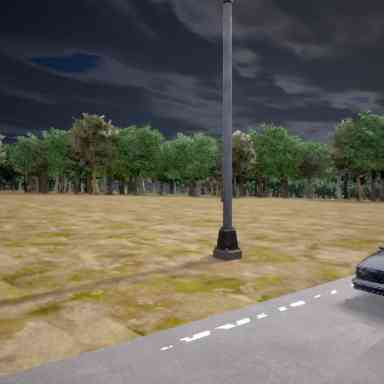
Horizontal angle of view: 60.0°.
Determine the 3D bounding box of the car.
[{"bbox_3d":[5.917,1.547,7.807,5.357,1.411,2.033,0,0,-37],"label":"car"}]
